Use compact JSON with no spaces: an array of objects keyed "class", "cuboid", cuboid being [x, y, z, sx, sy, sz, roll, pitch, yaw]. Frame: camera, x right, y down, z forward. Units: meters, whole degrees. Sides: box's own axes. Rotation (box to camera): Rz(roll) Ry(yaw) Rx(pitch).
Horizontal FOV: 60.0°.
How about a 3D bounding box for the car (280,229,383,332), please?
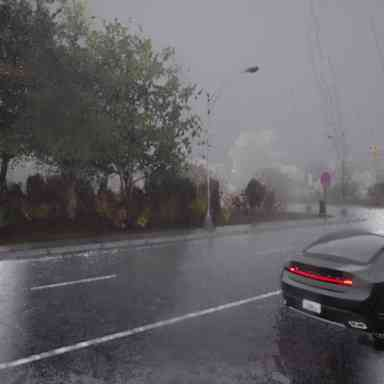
[{"class":"car","cuboid":[3.780,1.480,6.442,4.892,1.490,1.837,0,0,-35]}]
